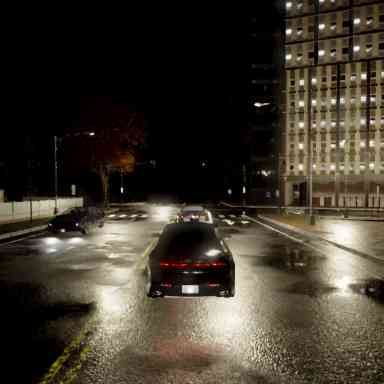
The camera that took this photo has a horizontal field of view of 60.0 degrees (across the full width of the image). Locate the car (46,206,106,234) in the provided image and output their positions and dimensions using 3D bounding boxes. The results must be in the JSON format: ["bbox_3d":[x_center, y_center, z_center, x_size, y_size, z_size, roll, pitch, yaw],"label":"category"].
[{"bbox_3d":[-6.461,1.543,19.324,2.033,1.411,5.357,0,0,0],"label":"car"}]

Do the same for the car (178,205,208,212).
[{"bbox_3d":[0.105,1.486,13.302,2.128,1.511,4.902,0,0,0],"label":"car"}]

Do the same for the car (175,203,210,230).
[{"bbox_3d":[0.046,1.544,22.324,2.033,1.411,5.357,0,0,0],"label":"car"}]

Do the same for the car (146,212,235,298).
[{"bbox_3d":[-0.019,1.503,8.479,1.837,1.490,4.892,0,0,0],"label":"car"}]
